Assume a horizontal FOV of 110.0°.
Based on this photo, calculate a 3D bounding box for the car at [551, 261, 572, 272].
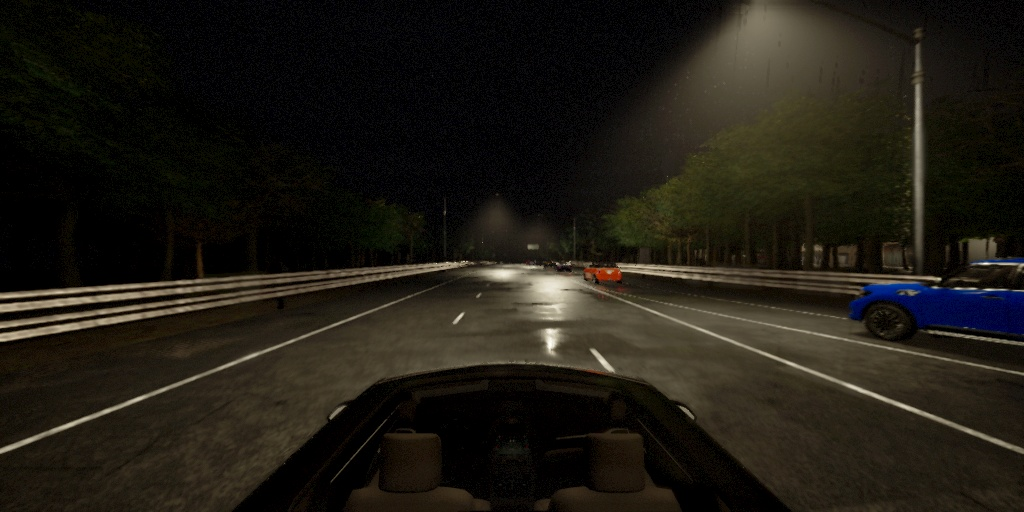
[{"bbox_3d":[6.989,1.608,49.879,1.895,1.301,4.718,0,0,0],"label":"car"}]

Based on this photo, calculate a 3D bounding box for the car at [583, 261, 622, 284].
[{"bbox_3d":[7.178,1.250,28.890,2.097,1.767,4.553,0,0,-3],"label":"car"}]

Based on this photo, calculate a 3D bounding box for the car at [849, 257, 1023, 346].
[{"bbox_3d":[10.441,1.022,7.177,2.150,2.045,5.566,0,0,-14],"label":"car"}]
